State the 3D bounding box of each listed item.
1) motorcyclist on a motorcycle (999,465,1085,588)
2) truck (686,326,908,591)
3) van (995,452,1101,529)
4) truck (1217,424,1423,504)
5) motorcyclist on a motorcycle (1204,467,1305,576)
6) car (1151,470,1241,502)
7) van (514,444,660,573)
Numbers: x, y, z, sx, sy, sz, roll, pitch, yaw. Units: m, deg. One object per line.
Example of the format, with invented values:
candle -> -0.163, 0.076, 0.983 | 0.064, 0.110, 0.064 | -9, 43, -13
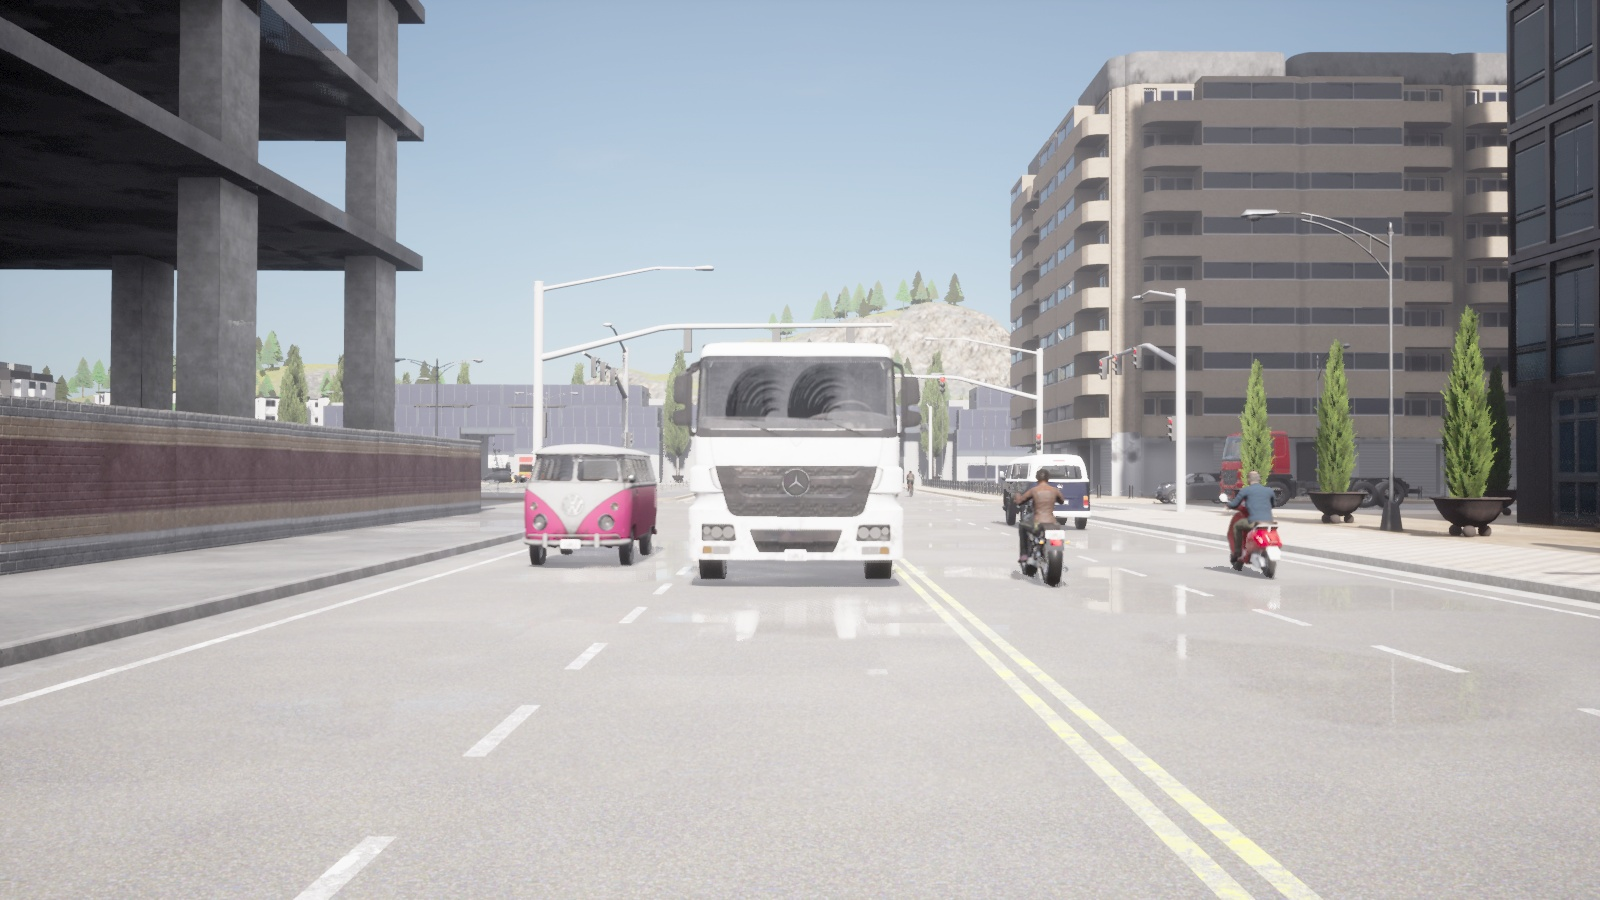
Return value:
motorcyclist on a motorcycle -> 3.453, 1.055, 18.117 | 0.766, 1.649, 2.350 | 0, -1, 0
truck -> -0.057, 0.174, 20.385 | 2.891, 3.462, 7.936 | 0, -1, 0
van -> 6.907, 1.104, 35.412 | 2.069, 2.038, 4.480 | 0, -1, 0
truck -> 23.044, 0.622, 55.919 | 7.936, 3.462, 2.891 | 0, -1, 0
motorcyclist on a motorcycle -> 6.950, 1.064, 19.303 | 0.866, 1.590, 1.817 | 0, -1, 0
car -> 18.680, 1.692, 59.369 | 3.633, 1.501, 1.845 | 0, -1, -1
van -> -3.557, 0.946, 21.735 | 1.775, 1.987, 4.442 | 0, -1, 0
